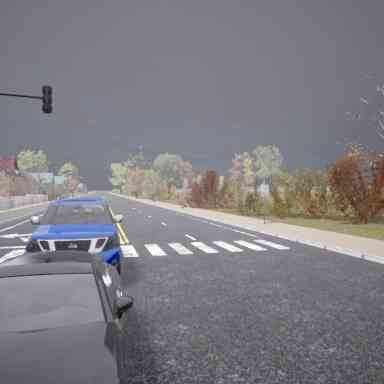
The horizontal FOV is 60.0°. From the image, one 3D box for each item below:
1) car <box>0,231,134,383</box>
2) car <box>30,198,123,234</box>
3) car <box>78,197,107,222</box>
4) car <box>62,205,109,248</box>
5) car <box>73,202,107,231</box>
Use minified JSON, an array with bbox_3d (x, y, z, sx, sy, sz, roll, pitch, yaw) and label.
[{"bbox_3d":[-1.713,1.524,3.895,1.812,1.442,4.674,0,0,-13],"label":"car"},{"bbox_3d":[-3.360,1.218,9.982,2.150,2.045,5.566,0,0,-15],"label":"car"},{"bbox_3d":[-8.167,1.338,27.527,2.097,1.767,4.553,0,0,-15],"label":"car"},{"bbox_3d":[-5.025,1.499,16.052,1.837,1.490,4.892,0,0,-15],"label":"car"},{"bbox_3d":[-6.600,1.468,21.795,1.882,1.535,5.008,0,0,-15],"label":"car"}]
